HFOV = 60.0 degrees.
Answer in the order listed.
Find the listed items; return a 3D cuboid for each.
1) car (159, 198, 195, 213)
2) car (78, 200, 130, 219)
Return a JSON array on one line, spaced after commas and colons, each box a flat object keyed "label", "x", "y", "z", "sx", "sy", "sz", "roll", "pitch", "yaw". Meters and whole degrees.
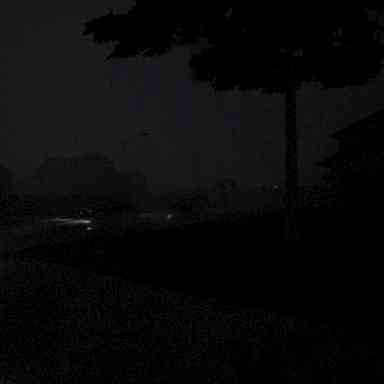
[{"label": "car", "x": -1.598, "y": 1.477, "z": 37.322, "sx": 1.882, "sy": 1.535, "sz": 5.008, "roll": 0, "pitch": 0, "yaw": 36}, {"label": "car", "x": -7.561, "y": 1.505, "z": 29.028, "sx": 1.837, "sy": 1.490, "sz": 4.892, "roll": 0, "pitch": 0, "yaw": 36}]
